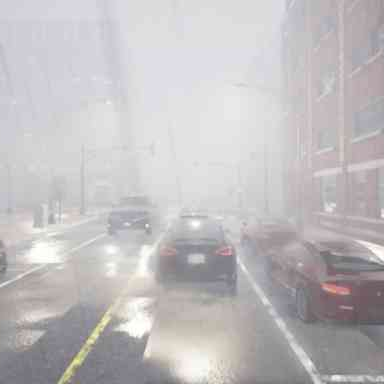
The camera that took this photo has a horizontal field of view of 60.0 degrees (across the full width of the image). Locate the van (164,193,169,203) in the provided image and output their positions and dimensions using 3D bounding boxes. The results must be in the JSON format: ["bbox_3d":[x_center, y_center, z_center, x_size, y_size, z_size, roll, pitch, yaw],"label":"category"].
[{"bbox_3d":[-5.680,1.080,61.710,1.690,1.788,3.998,1,0,0],"label":"van"}]

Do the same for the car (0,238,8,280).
[{"bbox_3d":[-5.678,1.411,6.799,1.967,1.590,4.097,1,0,0],"label":"car"}]

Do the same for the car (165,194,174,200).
[{"bbox_3d":[-5.685,1.172,84.149,1.752,1.417,4.829,1,0,0],"label":"car"}]

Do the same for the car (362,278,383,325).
[{"bbox_3d":[2.668,1.561,1.106,1.947,1.339,4.313,1,0,0],"label":"car"}]

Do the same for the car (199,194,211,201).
[{"bbox_3d":[2.697,1.264,61.842,1.752,1.417,4.829,1,0,0],"label":"car"}]

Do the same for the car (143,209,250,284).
[{"bbox_3d":[0.100,1.463,9.463,2.163,1.488,4.792,0,0,0],"label":"car"}]

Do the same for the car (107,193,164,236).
[{"bbox_3d":[-3.008,1.147,18.253,2.150,2.045,5.566,0,0,0],"label":"car"}]

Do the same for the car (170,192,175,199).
[{"bbox_3d":[-5.685,1.251,78.667,1.802,1.307,4.206,1,0,0],"label":"car"}]

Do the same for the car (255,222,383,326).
[{"bbox_3d":[2.667,1.553,6.763,1.802,1.307,4.206,1,0,0],"label":"car"}]

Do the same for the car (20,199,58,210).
[{"bbox_3d":[-18.714,1.545,40.800,4.313,1.339,1.947,0,0,0],"label":"car"}]

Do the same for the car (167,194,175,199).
[{"bbox_3d":[-5.686,1.174,89.971,2.008,1.369,4.403,1,0,0],"label":"car"}]

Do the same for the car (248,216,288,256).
[{"bbox_3d":[2.837,1.529,12.419,1.802,1.307,4.206,1,0,0],"label":"car"}]

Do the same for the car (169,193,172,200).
[{"bbox_3d":[-5.684,1.297,67.363,1.802,1.307,4.206,1,0,0],"label":"car"}]

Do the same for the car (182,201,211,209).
[{"bbox_3d":[0.100,1.463,19.738,2.033,1.411,5.357,0,0,0],"label":"car"}]

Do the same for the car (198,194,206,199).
[{"bbox_3d":[2.694,1.190,89.933,1.947,1.339,4.313,1,0,0],"label":"car"}]
